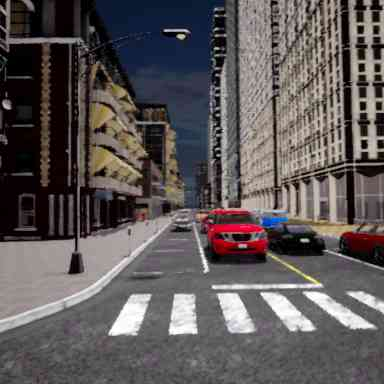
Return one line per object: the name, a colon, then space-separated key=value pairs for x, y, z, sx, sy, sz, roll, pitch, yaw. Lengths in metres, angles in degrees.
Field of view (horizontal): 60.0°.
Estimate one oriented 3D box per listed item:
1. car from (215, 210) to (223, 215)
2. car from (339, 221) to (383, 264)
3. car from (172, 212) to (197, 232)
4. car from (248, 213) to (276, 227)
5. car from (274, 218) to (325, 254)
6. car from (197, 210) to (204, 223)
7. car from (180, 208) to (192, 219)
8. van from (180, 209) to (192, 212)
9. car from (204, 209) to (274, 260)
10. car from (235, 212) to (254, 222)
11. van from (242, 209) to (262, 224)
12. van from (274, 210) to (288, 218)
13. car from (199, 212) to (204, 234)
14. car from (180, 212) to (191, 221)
car: x=7.086 y=5.334 z=87.003 sx=1.802 sy=1.307 sz=4.206 roll=-1 pitch=-3 yaw=-1
car: x=7.709 y=1.910 z=13.654 sx=1.967 sy=1.590 sz=4.097 roll=0 pitch=-3 yaw=-1
car: x=-0.814 y=2.853 z=30.503 sx=2.008 sy=1.369 sz=4.403 roll=0 pitch=-3 yaw=-1
car: x=7.518 y=3.023 z=36.221 sx=2.008 sy=1.369 sz=4.403 roll=0 pitch=-3 yaw=-1
car: x=4.981 y=2.200 z=16.681 sx=1.994 sy=1.385 sz=4.181 roll=-1 pitch=-3 yaw=0
car: x=1.713 y=3.359 z=46.927 sx=2.097 sy=1.767 sz=4.553 roll=-1 pitch=-2 yaw=0
car: x=-1.104 y=4.131 z=64.370 sx=2.192 sy=1.841 sz=5.009 roll=-1 pitch=-3 yaw=-1
van: x=-0.960 y=3.399 z=47.441 sx=1.690 sy=1.788 sz=3.998 roll=0 pitch=-3 yaw=-1
car: x=1.899 y=1.828 z=15.408 sx=2.150 sy=2.045 sz=5.566 roll=-1 pitch=-3 yaw=-1
car: x=7.422 y=3.542 z=47.505 sx=1.947 sy=1.339 sz=4.313 roll=0 pitch=-3 yaw=-1
van: x=7.468 y=3.065 z=41.873 sx=1.690 sy=1.788 sz=3.998 roll=0 pitch=-3 yaw=-1
van: x=7.564 y=2.562 z=30.587 sx=1.690 sy=1.788 sz=3.998 roll=0 pitch=-3 yaw=-1
car: x=1.799 y=2.697 z=28.126 sx=1.812 sy=1.442 sz=4.674 roll=-1 pitch=-2 yaw=-1
car: x=-1.005 y=3.892 z=53.073 sx=1.802 sy=1.307 sz=4.206 roll=0 pitch=-3 yaw=-1
